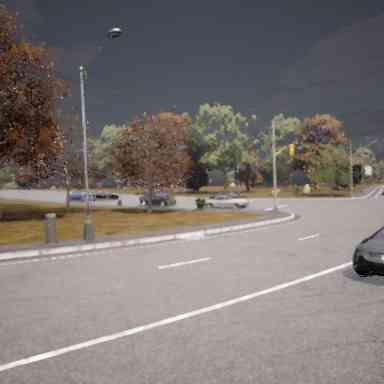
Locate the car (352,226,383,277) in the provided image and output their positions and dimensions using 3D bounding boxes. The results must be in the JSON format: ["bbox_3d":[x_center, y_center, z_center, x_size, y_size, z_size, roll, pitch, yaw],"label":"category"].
[{"bbox_3d":[6.059,1.451,8.915,4.181,1.385,1.994,-2,1,-40],"label":"car"}]

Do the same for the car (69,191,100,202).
[{"bbox_3d":[-15.639,0.632,47.141,4.674,1.442,1.812,2,4,35],"label":"car"}]

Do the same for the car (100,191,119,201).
[{"bbox_3d":[-12.993,0.579,49.577,4.718,1.301,1.895,2,4,34],"label":"car"}]

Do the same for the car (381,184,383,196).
[{"bbox_3d":[28.240,-0.619,47.085,2.150,2.045,5.566,-1,2,32],"label":"car"}]

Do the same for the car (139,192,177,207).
[{"bbox_3d":[-4.029,0.907,39.265,4.892,1.490,1.837,1,3,34],"label":"car"}]

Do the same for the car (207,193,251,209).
[{"bbox_3d":[3.536,1.023,34.136,4.718,1.301,1.895,0,2,34],"label":"car"}]

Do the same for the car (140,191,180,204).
[{"bbox_3d":[-4.187,0.712,43.593,4.902,1.511,2.128,1,3,34],"label":"car"}]
